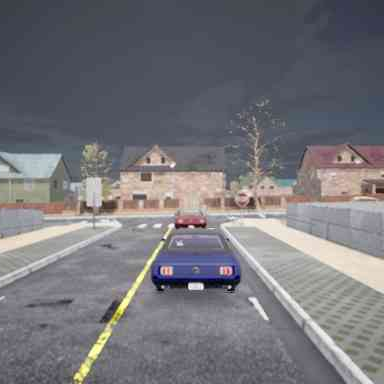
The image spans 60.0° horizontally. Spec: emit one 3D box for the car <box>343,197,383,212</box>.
[{"bbox_3d":[15.306,1.228,30.729,5.008,1.535,1.882,-1,1,0],"label":"car"}]

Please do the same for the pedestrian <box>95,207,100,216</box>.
[{"bbox_3d":[-9.650,1.455,33.600,0.375,1.860,0.375,0,2,0],"label":"pedestrian"}]

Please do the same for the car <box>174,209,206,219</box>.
[{"bbox_3d":[-0.216,1.725,21.345,1.895,1.301,4.718,0,0,-4],"label":"car"}]

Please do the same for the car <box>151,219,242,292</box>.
[{"bbox_3d":[0.092,1.649,9.012,1.895,1.301,4.718,0,0,0],"label":"car"}]
